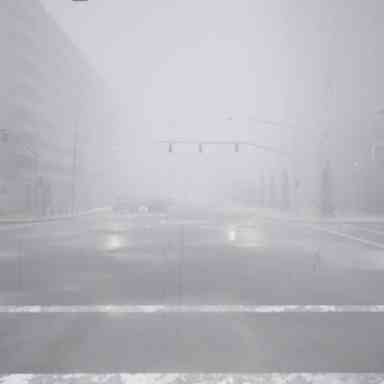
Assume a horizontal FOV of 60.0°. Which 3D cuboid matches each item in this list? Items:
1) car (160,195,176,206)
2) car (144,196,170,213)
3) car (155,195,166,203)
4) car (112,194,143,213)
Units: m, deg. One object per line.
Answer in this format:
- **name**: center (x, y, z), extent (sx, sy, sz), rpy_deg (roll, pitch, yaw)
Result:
- **car**: center (-3.713, 1.577, 53.677), extent (1.994, 1.385, 4.181), rpy_deg (0, 0, 1)
- **car**: center (-3.888, 1.514, 37.347), extent (1.837, 1.490, 4.892), rpy_deg (0, 0, 0)
- **car**: center (-6.874, 1.518, 73.065), extent (1.837, 1.490, 4.892), rpy_deg (0, 0, 1)
- **car**: center (-7.391, 1.233, 37.604), extent (2.150, 2.045, 5.566), rpy_deg (0, 0, 0)
